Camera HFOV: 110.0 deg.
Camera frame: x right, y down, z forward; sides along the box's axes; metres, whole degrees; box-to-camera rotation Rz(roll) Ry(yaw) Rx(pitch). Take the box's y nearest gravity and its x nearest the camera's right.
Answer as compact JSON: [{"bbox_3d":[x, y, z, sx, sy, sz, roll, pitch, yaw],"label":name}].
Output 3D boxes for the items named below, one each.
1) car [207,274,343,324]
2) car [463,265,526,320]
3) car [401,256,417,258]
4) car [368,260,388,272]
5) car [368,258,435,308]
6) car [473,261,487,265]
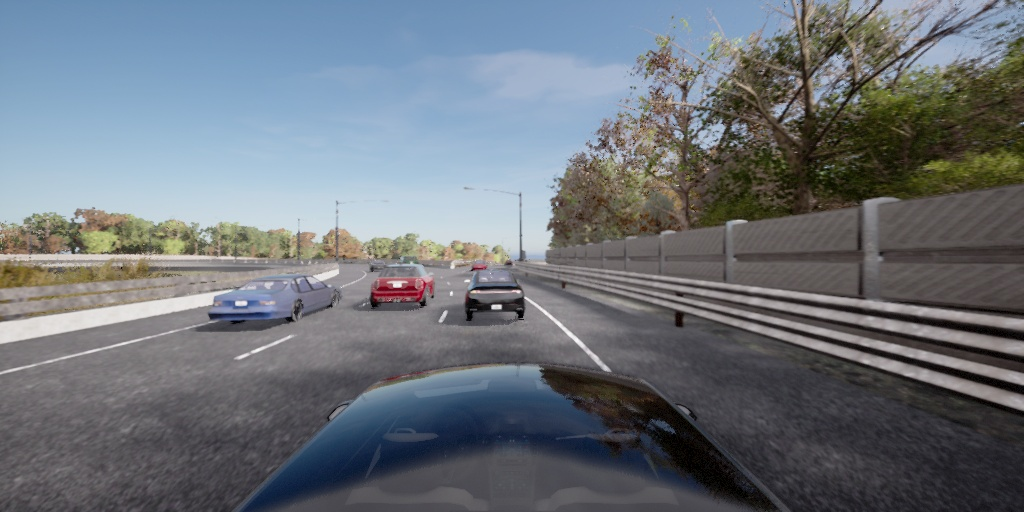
[{"bbox_3d":[-7.571,1.323,12.159,2.033,1.411,5.357,0,0,-6],"label":"car"},{"bbox_3d":[-0.666,1.241,12.608,2.128,1.511,4.902,0,0,-5],"label":"car"},{"bbox_3d":[-13.762,1.010,47.347,2.150,2.045,5.566,0,0,-25],"label":"car"},{"bbox_3d":[-18.196,1.296,48.461,2.128,1.511,4.902,0,0,-26],"label":"car"},{"bbox_3d":[-4.535,1.115,15.445,2.097,1.767,4.553,0,0,-7],"label":"car"},{"bbox_3d":[-4.321,1.316,48.465,1.994,1.385,4.181,0,0,-2],"label":"car"}]
